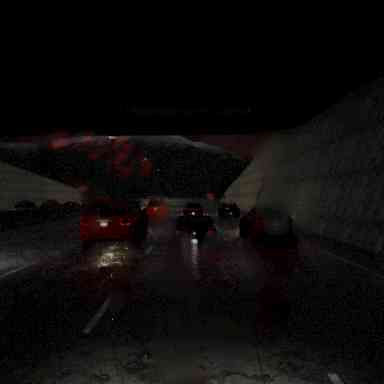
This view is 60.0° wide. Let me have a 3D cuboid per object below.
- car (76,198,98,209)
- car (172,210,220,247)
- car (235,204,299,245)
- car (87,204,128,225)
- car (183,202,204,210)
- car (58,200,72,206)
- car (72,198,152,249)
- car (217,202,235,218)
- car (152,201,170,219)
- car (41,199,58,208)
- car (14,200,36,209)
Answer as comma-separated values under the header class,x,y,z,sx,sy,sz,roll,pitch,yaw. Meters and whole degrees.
class,x,y,z,sx,sy,sz,roll,pitch,yaw
car,-17.511,1.844,55.703,2.097,1.767,4.553,0,-1,1
car,0.102,1.742,15.906,1.895,1.301,4.718,0,-1,0
car,3.602,1.498,16.381,2.097,1.767,4.553,0,0,0
car,-6.888,1.794,27.789,2.033,1.411,5.357,0,0,0
car,0.119,1.801,33.381,1.837,1.490,4.892,0,0,0
car,-20.991,2.112,57.764,1.895,1.301,4.718,0,-1,1
car,-3.398,1.359,15.480,2.150,2.045,5.566,0,0,0
car,3.619,1.787,33.292,2.128,1.511,4.902,0,-1,0
car,-3.382,1.645,33.017,2.097,1.767,4.553,0,-1,0
car,-24.487,2.036,57.752,1.812,1.442,4.674,0,-1,1
car,-27.986,2.020,55.951,1.812,1.442,4.674,0,-1,1
